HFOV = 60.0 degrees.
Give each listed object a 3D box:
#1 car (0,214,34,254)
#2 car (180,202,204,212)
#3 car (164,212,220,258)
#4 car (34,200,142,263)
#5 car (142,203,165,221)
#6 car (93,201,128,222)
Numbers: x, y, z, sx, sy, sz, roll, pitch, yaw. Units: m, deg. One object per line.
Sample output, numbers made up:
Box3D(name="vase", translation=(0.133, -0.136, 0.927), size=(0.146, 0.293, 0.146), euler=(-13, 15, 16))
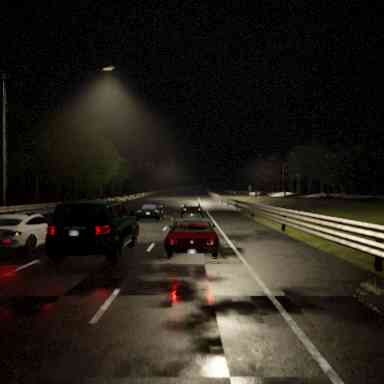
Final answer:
Box3D(name="car", translation=(-6.971, 1.624, 13.894), size=(1.812, 1.442, 4.674), euler=(0, 0, 1))
Box3D(name="car", translation=(0.024, 1.587, 28.476), size=(2.128, 1.511, 4.902), euler=(0, 0, 1))
Box3D(name="car", translation=(0.020, 1.698, 13.244), size=(1.895, 1.301, 4.718), euler=(0, 0, 1))
Box3D(name="car", translation=(-3.488, 1.319, 12.554), size=(2.150, 2.045, 5.566), euler=(0, 0, 0))
Box3D(name="car", translation=(-3.478, 1.659, 28.414), size=(1.994, 1.385, 4.181), euler=(0, 0, 1))
Box3D(name="car", translation=(-6.973, 1.618, 28.871), size=(1.812, 1.442, 4.674), euler=(0, 0, 1))
